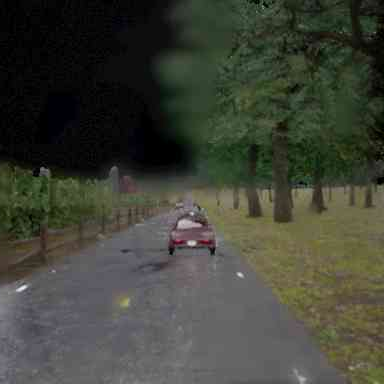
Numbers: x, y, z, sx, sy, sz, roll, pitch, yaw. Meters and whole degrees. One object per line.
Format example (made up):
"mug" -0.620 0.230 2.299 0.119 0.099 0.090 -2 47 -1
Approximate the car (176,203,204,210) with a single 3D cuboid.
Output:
"car" -0.003 1.848 29.081 2.097 1.767 4.553 0 -1 0

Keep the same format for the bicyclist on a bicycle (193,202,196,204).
"bicyclist on a bicycle" 0.735 3.554 89.508 0.582 1.620 1.656 0 -2 0

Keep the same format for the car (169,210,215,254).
"car" 0.001 1.729 14.401 1.812 1.442 4.674 0 -1 0

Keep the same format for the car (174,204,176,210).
"car" -2.766 3.086 71.796 1.882 1.535 5.008 0 -2 0
